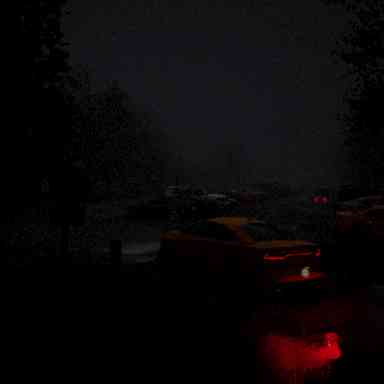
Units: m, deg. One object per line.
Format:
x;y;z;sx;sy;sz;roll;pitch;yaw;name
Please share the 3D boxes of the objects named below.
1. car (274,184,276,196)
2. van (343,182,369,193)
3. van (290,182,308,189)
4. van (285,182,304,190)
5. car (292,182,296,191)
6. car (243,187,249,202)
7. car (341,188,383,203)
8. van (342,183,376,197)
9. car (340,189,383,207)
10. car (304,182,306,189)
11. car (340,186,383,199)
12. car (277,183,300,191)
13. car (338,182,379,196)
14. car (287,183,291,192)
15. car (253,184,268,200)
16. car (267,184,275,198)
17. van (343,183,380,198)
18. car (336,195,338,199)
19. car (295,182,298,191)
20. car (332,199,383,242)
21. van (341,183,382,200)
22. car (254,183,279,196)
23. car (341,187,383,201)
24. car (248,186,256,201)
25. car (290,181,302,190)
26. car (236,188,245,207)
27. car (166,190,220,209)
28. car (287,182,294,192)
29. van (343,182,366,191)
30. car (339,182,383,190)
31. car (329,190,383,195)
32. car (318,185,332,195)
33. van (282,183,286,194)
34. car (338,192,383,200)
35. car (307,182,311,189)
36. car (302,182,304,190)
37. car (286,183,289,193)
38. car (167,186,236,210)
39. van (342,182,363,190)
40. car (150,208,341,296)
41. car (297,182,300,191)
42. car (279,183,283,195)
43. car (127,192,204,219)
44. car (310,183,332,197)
8.342;0.016;44.798;4.892;1.521;2.231;1;3;24;car
31.865;-0.900;64.585;4.442;1.987;1.878;1;2;24;van
28.940;-1.745;90.276;4.442;1.987;1.878;1;1;24;van
25.496;-1.553;82.713;4.442;1.987;1.878;1;2;24;van
16.231;-0.621;62.548;5.366;1.575;1.946;1;2;24;car
2.607;0.560;32.182;4.892;1.521;2.231;1;3;24;car
19.163;0.348;36.922;4.792;1.488;2.163;1;3;24;car
24.714;-0.369;49.450;4.442;1.987;1.878;1;2;24;van
16.764;0.569;31.795;4.792;1.488;2.163;1;3;24;car
23.296;-1.148;77.625;5.008;1.535;2.097;1;2;24;car
22.530;0.036;44.368;5.008;1.535;2.097;1;2;24;car
20.972;-1.096;72.581;4.553;1.767;2.185;1;2;24;car
25.943;-0.481;51.931;5.566;2.045;2.435;1;2;24;car
14.072;-0.409;57.434;4.792;1.488;2.163;1;2;24;car
5.933;0.212;39.943;5.366;1.575;1.946;1;3;24;car
7.369;0.116;42.202;5.366;1.575;1.946;1;3;24;car
23.779;-0.276;46.833;4.442;1.987;1.878;1;2;24;van
11.025;1.132;19.203;4.792;1.488;2.163;1;3;24;car
17.556;-0.703;64.994;4.892;1.521;2.231;1;2;24;car
8.802;1.323;14.267;5.008;1.535;2.097;1;3;24;car
21.272;-0.099;41.873;4.442;1.987;1.878;1;2;24;van
9.527;-0.205;47.306;4.553;1.767;2.185;1;2;24;car
20.257;0.252;39.323;4.792;1.488;2.163;1;2;24;car
3.582;0.440;34.785;5.366;1.575;1.946;1;3;24;car
19.681;-0.887;70.124;5.366;1.575;1.946;1;2;24;car
1.619;0.672;29.583;5.366;1.575;1.946;1;3;24;car
-0.845;0.898;24.609;5.008;1.535;2.097;1;3;24;car
15.223;-0.497;59.960;4.792;1.488;2.163;1;2;24;car
36.457;-1.255;74.664;4.442;1.987;1.878;1;2;24;van
15.668;0.402;29.241;5.566;2.045;2.435;1;3;24;car
13.178;0.872;24.304;5.366;1.575;1.946;1;3;24;car
22.695;-0.404;56.658;1.882;1.535;5.008;1;2;24;car
11.905;-0.484;52.315;4.442;1.987;1.878;1;2;24;van
9.983;1.086;16.766;4.553;1.767;2.185;1;3;24;car
26.778;-1.665;85.177;5.566;2.045;2.435;1;2;24;car
22.122;-1.185;75.106;4.553;1.767;2.185;1;2;24;car
12.922;-0.320;54.909;4.792;1.488;2.163;1;2;24;car
0.325;0.534;27.113;5.566;2.045;2.435;1;3;24;car
38.543;-1.436;79.807;4.442;1.987;1.878;1;2;24;van
0.898;1.383;8.501;1.882;1.535;5.008;2;-1;-31;car
18.694;-0.792;67.524;4.892;1.521;2.231;1;2;24;car
10.675;-0.141;49.834;4.792;1.488;2.163;1;2;24;car
-2.027;1.040;22.101;4.792;1.488;2.163;1;3;24;car
18.428;-0.060;47.293;2.128;1.511;4.902;1;2;24;car
